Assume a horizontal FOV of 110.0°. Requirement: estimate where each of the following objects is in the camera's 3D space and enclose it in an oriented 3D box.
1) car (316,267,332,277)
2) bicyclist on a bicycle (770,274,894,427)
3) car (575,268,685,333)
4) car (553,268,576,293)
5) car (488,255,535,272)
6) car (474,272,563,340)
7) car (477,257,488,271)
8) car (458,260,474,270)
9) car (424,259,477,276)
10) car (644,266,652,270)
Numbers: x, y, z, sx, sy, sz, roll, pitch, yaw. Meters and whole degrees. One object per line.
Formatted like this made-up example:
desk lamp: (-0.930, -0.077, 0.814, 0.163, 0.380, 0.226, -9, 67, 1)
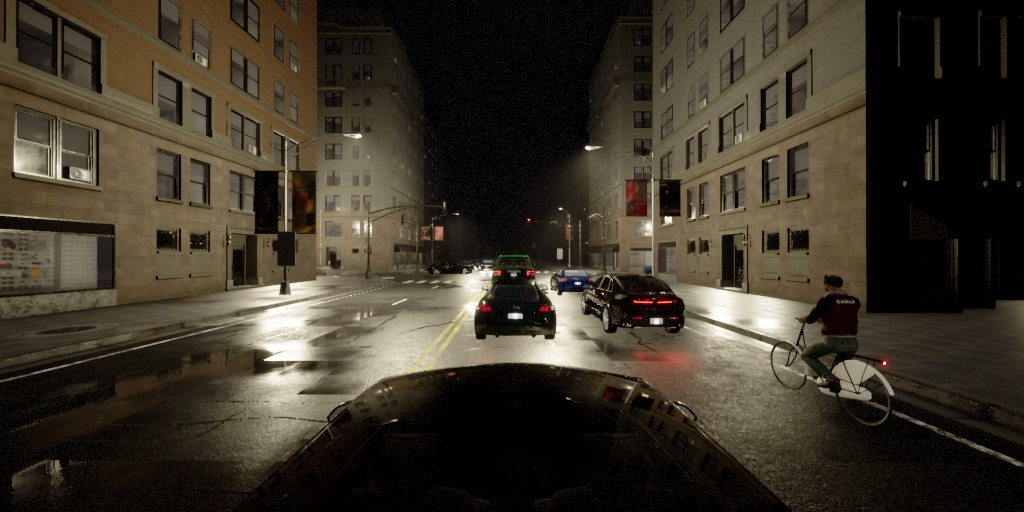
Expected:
car: (-20.099, 1.334, 34.742, 4.718, 1.301, 1.895, 0, 0, 0)
bicyclist on a bicycle: (4.140, 1.121, 4.832, 0.659, 1.776, 1.843, 0, 0, 0)
car: (3.336, 1.256, 10.693, 1.837, 1.490, 4.892, 0, 0, 0)
car: (3.228, 1.317, 19.589, 1.994, 1.385, 4.181, 0, 0, 0)
car: (0.079, 0.975, 19.440, 2.150, 2.045, 5.566, 0, 0, 0)
car: (0.087, 1.315, 10.027, 1.994, 1.385, 4.181, 0, 0, 0)
car: (-3.397, 1.257, 50.991, 2.128, 1.511, 4.902, 0, 0, 0)
car: (-6.645, 1.292, 52.247, 1.812, 1.442, 4.674, 0, 0, 0)
car: (-6.469, 1.264, 36.674, 4.892, 1.490, 1.837, 0, 0, -23)
car: (16.363, 1.289, 37.584, 5.008, 1.535, 1.882, 0, 0, 0)
